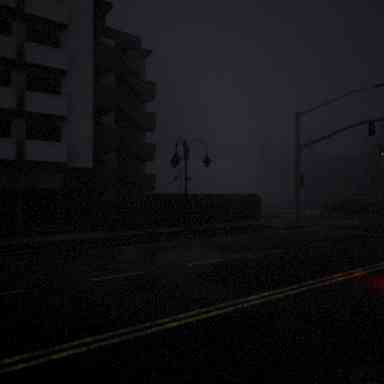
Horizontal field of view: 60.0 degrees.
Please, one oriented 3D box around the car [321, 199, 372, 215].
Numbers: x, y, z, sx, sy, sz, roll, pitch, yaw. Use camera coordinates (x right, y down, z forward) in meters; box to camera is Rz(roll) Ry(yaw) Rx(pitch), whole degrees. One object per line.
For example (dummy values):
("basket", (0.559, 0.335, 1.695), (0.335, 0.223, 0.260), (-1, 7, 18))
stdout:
("car", (15.633, 1.471, 33.800), (2.128, 1.511, 4.902), (0, 0, -37))
